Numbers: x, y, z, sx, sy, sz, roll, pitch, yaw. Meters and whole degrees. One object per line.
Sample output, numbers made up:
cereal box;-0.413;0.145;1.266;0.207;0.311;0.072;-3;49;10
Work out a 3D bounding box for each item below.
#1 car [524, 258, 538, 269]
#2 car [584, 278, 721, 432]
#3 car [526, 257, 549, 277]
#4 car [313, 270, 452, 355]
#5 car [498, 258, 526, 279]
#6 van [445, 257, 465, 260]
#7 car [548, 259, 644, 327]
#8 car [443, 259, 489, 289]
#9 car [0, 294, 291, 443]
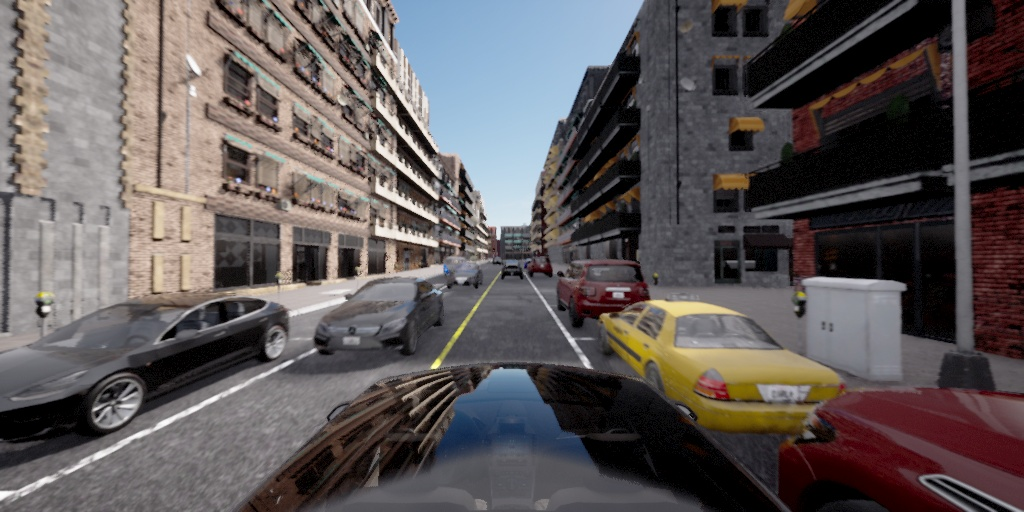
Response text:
car;2.768;1.129;54.315;1.882;1.535;5.008;0;0;0
car;2.569;1.257;5.723;1.751;1.417;4.829;0;0;0
car;2.577;0.964;33.348;2.192;1.841;5.009;0;0;0
car;-2.851;1.244;8.731;1.812;1.442;4.674;0;0;0
car;0.022;1.159;30.698;1.837;1.490;4.892;0;0;0
van;-5.304;0.991;33.316;1.690;1.789;3.998;0;0;0
car;2.570;1.021;11.117;2.192;1.841;5.009;0;0;0
car;-2.825;1.157;22.393;2.128;1.511;4.902;0;1;0
car;-5.313;1.299;5.512;1.948;1.339;4.313;0;0;0
